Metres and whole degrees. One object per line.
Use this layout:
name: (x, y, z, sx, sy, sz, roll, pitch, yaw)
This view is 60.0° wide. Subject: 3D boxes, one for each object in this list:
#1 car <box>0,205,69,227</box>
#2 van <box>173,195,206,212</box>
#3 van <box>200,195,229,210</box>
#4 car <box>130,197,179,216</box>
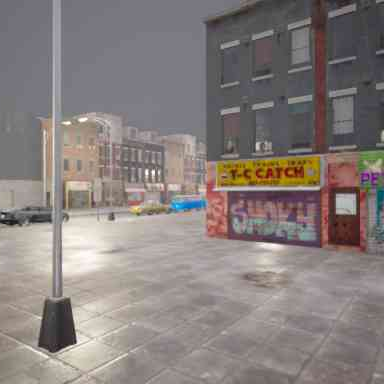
car: (-10.330, 1.522, 22.078, 1.947, 1.339, 4.313, 0, 0, 35)
van: (-0.464, 1.249, 35.897, 1.690, 1.788, 3.998, 0, 0, 35)
van: (2.825, 1.233, 40.503, 1.690, 1.788, 3.998, 0, 0, 35)
car: (-3.654, 1.448, 31.429, 1.752, 1.417, 4.829, 0, 0, 35)
